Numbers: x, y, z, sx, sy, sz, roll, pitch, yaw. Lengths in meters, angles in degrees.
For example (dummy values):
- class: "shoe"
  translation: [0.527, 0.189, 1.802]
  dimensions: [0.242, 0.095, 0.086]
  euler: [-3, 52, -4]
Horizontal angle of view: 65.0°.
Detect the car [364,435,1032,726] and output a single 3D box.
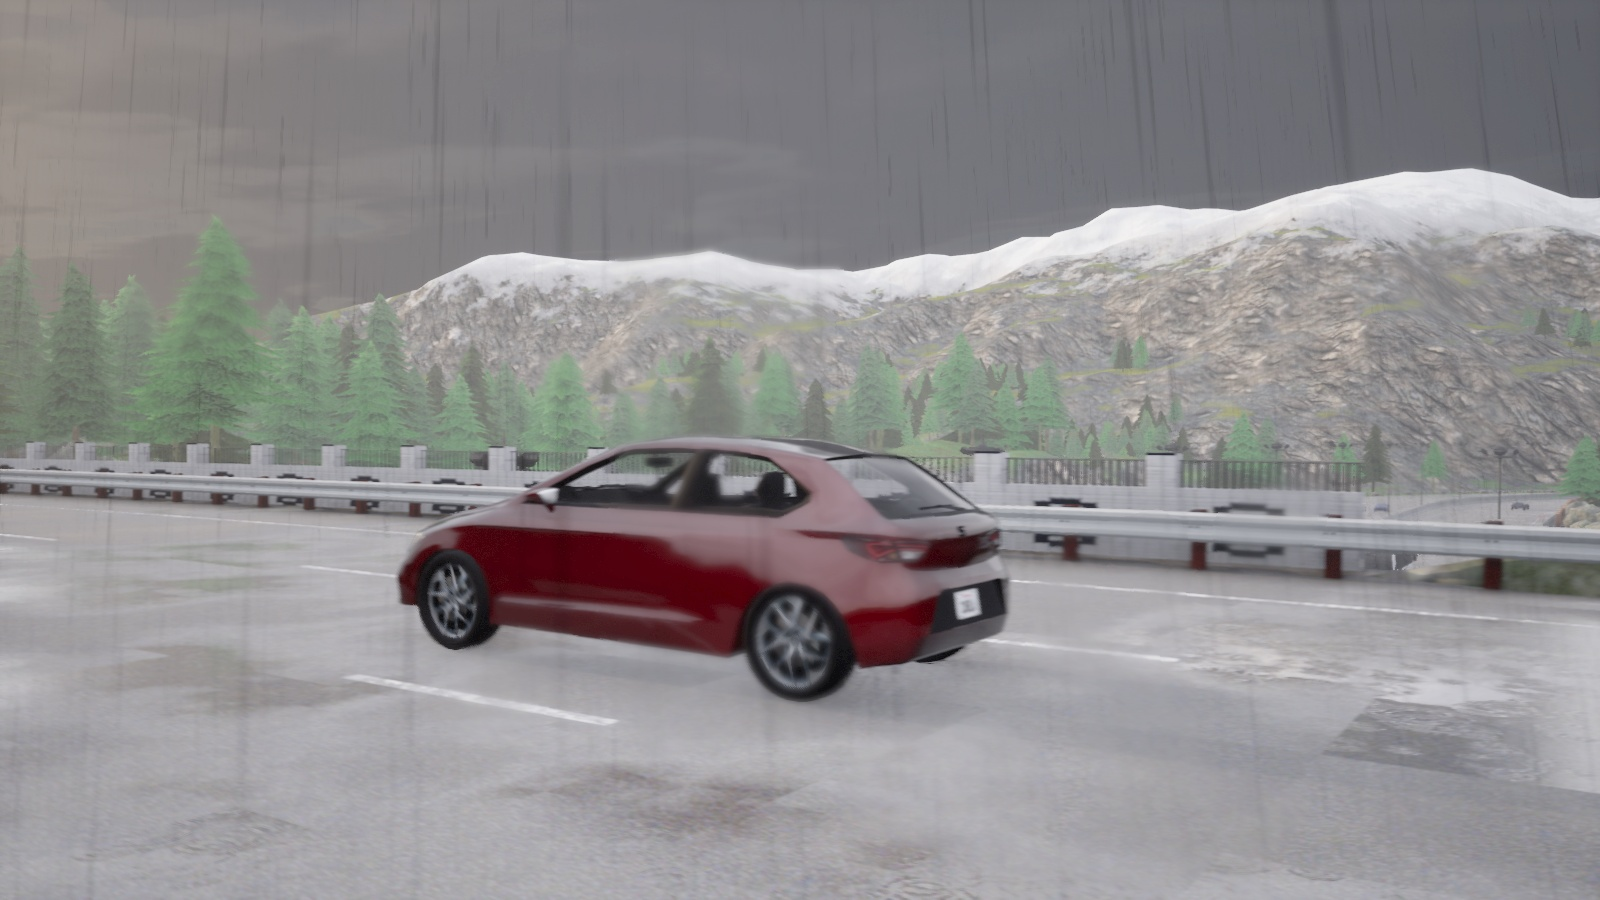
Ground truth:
- class: "car"
  translation: [-0.783, 0.648, 8.346]
  dimensions: [4.193, 1.474, 1.816]
  euler: [1, 1, 34]
